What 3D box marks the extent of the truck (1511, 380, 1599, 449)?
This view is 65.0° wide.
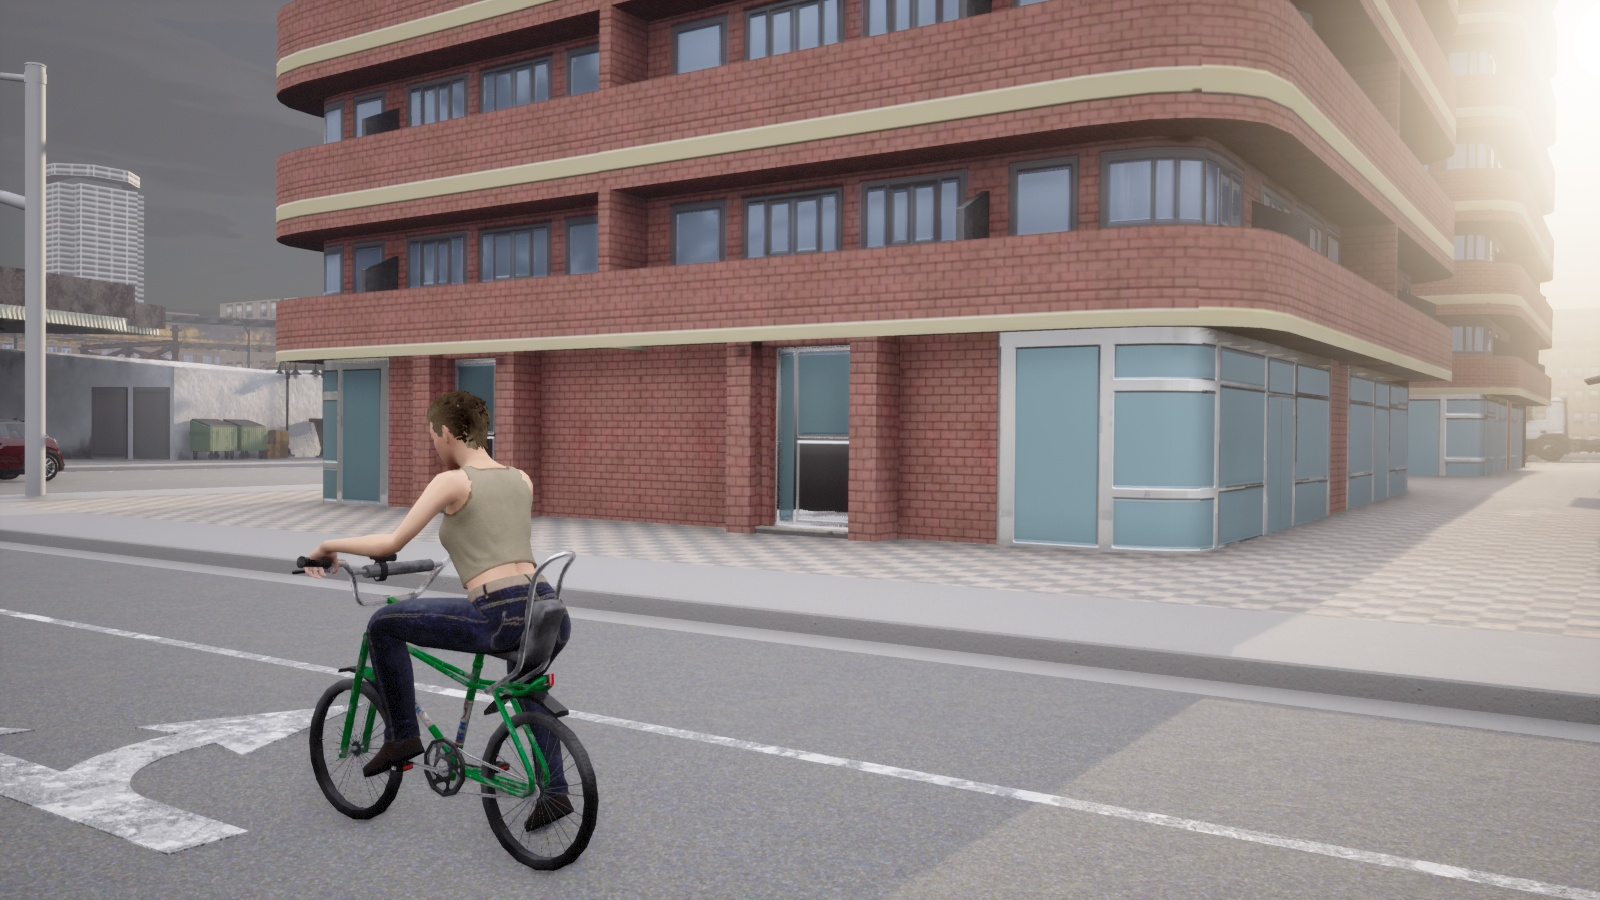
[{"bbox_3d":[41.899,-1.883,65.651,7.936,3.462,2.891,-1,0,34],"label":"truck"}]

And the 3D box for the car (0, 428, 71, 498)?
[{"bbox_3d":[-21.615,0.346,32.207,2.097,1.767,4.553,0,1,32],"label":"car"}]

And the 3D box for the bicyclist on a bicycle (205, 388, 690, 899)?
[{"bbox_3d":[-1.262,0.618,4.465,1.509,1.612,0.866,0,1,33],"label":"bicyclist on a bicycle"}]
